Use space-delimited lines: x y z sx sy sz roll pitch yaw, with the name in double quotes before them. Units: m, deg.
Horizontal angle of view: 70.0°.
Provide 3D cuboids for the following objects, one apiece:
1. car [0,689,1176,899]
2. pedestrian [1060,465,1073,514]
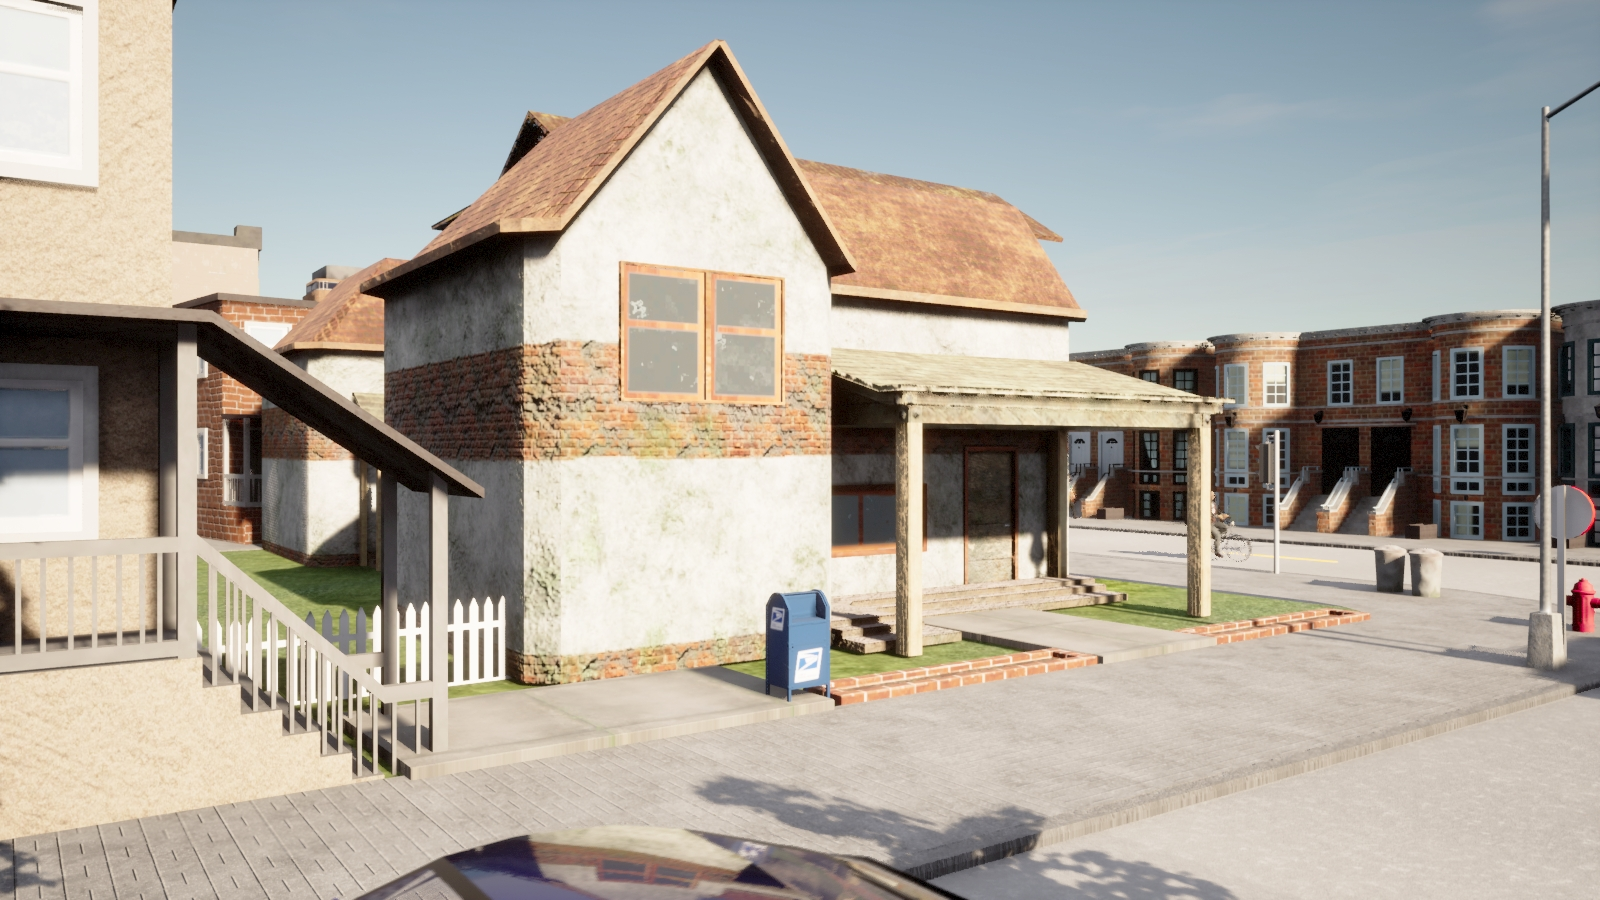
"car" -0.925 1.898 3.748 4.181 1.385 1.994 0 0 -35
"pedestrian" 10.181 1.511 43.656 0.375 1.860 0.375 0 0 42
